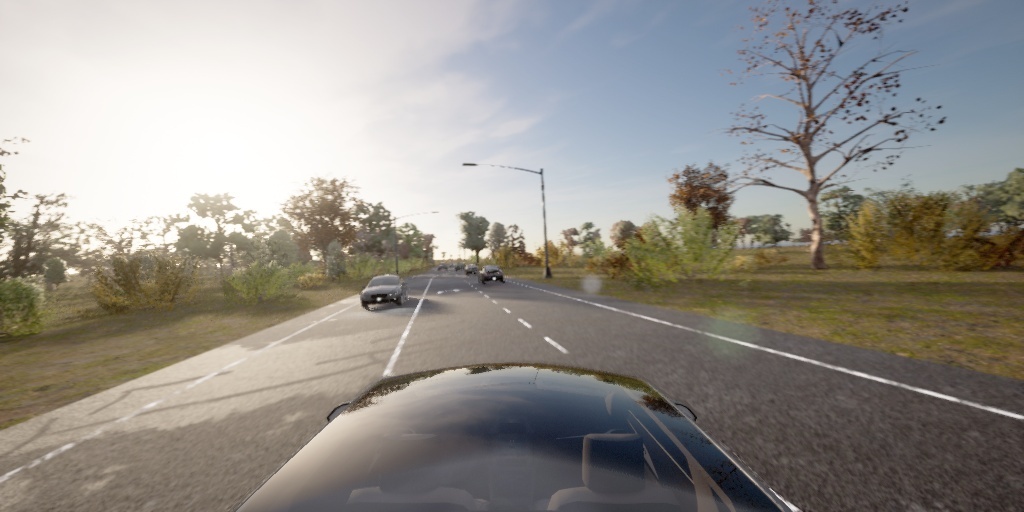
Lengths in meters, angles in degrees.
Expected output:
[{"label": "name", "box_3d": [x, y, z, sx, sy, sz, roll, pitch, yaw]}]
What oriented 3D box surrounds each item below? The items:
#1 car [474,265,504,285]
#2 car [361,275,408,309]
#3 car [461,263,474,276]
[{"label": "car", "box_3d": [-1.921, 1.606, 31.129, 1.837, 1.490, 4.892, -3, 0, -11]}, {"label": "car", "box_3d": [-6.558, 1.768, 18.762, 1.837, 1.490, 4.892, -3, 0, -11]}, {"label": "car", "box_3d": [-5.548, 1.946, 49.157, 1.837, 1.490, 4.892, -3, 0, -11]}]
